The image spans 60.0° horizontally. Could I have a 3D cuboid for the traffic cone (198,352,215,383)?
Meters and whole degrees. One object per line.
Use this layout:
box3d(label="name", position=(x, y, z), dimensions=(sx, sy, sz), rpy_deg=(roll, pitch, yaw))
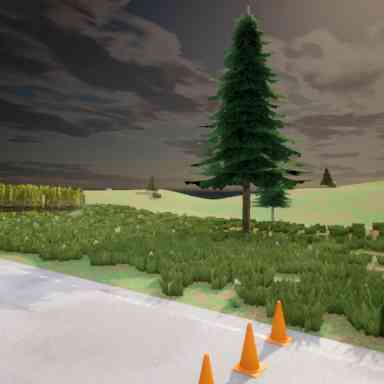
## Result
box3d(label="traffic cone", position=(0.150, 1.955, 3.427), dimensions=(0.340, 0.580, 0.340), rpy_deg=(0, 0, 36))

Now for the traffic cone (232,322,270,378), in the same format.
box3d(label="traffic cone", position=(0.735, 1.955, 4.239), dimensions=(0.340, 0.580, 0.340), rpy_deg=(0, 0, 36))

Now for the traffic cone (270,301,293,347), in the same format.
box3d(label="traffic cone", position=(1.320, 1.955, 5.050), dimensions=(0.340, 0.580, 0.340), rpy_deg=(0, 0, 36))
